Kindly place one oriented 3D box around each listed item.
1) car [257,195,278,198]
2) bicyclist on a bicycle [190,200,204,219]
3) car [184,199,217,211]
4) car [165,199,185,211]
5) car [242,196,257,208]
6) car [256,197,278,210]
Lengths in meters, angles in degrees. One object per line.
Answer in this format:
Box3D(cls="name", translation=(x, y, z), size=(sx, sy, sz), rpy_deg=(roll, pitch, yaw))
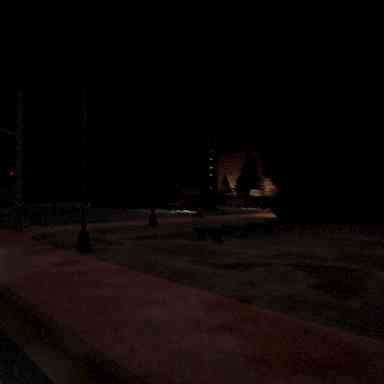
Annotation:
Box3D(cls="car", translation=(13.738, 1.757, 56.966), size=(5.008, 1.535, 1.882), rpy_deg=(1, -1, -44))
Box3D(cls="bicyclist on a bicycle", translation=(0.426, 1.508, 28.594), size=(0.582, 1.620, 1.656), rpy_deg=(1, -1, -44))
Box3D(cls="car", translation=(1.487, 1.896, 45.441), size=(4.181, 1.385, 1.994), rpy_deg=(1, -1, -43))
Box3D(cls="car", translation=(-1.536, 1.809, 47.399), size=(5.008, 1.535, 1.882), rpy_deg=(1, -1, -43))
Box3D(cls="car", translation=(11.304, 1.754, 59.481), size=(5.566, 2.045, 2.150), rpy_deg=(1, -1, -44))
Box3D(cls="car", translation=(12.288, 1.926, 50.697), size=(4.892, 1.490, 1.837), rpy_deg=(1, -1, -43))
